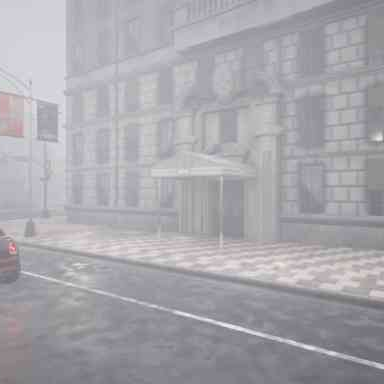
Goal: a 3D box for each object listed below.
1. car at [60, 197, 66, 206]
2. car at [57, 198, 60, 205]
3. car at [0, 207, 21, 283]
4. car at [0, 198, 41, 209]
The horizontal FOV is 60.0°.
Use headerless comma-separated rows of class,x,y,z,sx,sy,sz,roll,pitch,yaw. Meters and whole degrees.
car,-16.720,1.475,50.051,1.882,1.535,5.008,0,0,36
car,-18.718,1.218,53.271,2.150,2.045,5.566,0,0,36
car,-6.379,1.351,8.423,4.553,1.767,2.097,0,0,35
car,-21.824,1.561,42.897,1.994,1.385,4.181,0,0,35
